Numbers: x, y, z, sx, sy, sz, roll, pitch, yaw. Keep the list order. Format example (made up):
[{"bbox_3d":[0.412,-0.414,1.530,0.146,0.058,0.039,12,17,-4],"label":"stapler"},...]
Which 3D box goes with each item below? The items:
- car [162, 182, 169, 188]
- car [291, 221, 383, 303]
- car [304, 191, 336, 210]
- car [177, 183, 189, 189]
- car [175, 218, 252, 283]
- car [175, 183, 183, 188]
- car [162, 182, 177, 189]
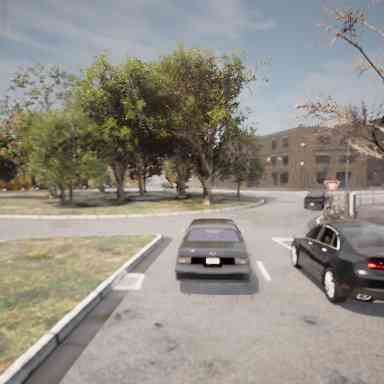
[{"bbox_3d":[-6.626,-1.677,83.426,1.837,1.490,4.892,0,1,-5],"label":"car"},{"bbox_3d":[3.767,1.468,8.071,1.837,1.490,4.892,0,0,3],"label":"car"},{"bbox_3d":[11.445,0.671,29.693,1.837,1.490,4.892,2,3,35],"label":"car"},{"bbox_3d":[-1.873,-1.345,73.337,1.895,1.301,4.718,-1,2,-10],"label":"car"},{"bbox_3d":[0.603,1.480,9.650,2.033,1.411,5.357,0,1,4],"label":"car"},{"bbox_3d":[-3.360,-1.591,83.428,1.895,1.301,4.718,0,1,-5],"label":"car"},{"bbox_3d":[-5.126,-1.378,73.064,2.033,1.411,5.357,-1,2,-10],"label":"car"}]
